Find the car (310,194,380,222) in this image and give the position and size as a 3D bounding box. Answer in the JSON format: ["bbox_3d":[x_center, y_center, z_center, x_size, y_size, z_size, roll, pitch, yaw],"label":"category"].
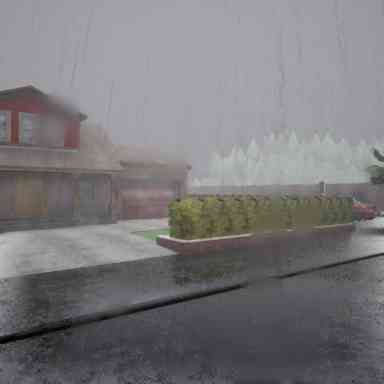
[{"bbox_3d":[11.974,1.221,26.789,2.150,2.045,5.566,0,0,-36],"label":"car"}]
